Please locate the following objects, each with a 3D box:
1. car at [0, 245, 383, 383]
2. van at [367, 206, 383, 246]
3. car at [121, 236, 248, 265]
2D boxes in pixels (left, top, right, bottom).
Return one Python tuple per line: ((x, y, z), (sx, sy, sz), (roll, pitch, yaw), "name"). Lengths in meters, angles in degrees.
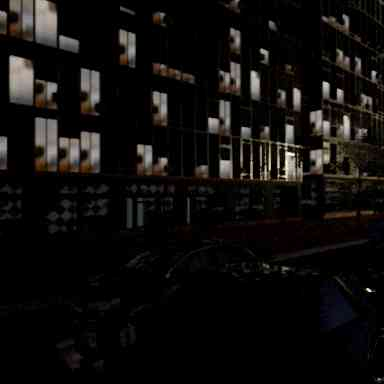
((0.612, 1.583, 3.746), (5.357, 1.411, 2.033), (0, -1, -38), "car")
((8.785, 1.417, 13.636), (3.998, 1.788, 1.690), (0, -1, -38), "van")
((-0.147, 1.616, 6.575), (4.403, 1.369, 2.008), (0, -1, -38), "car")
